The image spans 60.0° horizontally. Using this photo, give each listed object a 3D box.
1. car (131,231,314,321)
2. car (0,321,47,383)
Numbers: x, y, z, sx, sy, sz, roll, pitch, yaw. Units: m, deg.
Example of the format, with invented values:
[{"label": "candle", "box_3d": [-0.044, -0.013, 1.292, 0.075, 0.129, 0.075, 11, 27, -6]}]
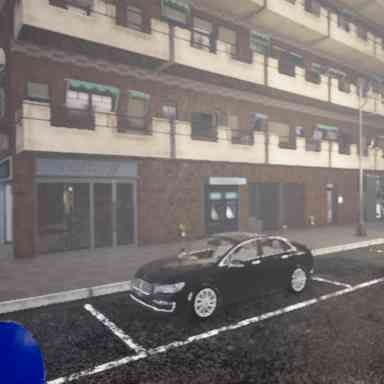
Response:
[{"label": "car", "box_3d": [0.845, 1.569, 7.185, 4.403, 1.369, 2.008, 0, -1, -36]}, {"label": "car", "box_3d": [-3.146, 1.481, 1.129, 5.008, 1.535, 1.882, 0, 0, -35]}]
